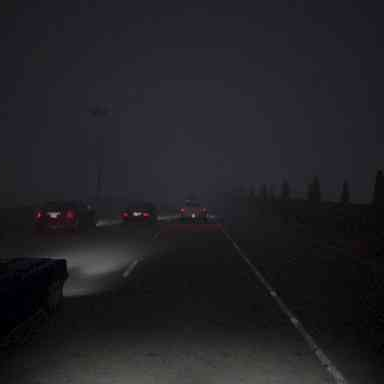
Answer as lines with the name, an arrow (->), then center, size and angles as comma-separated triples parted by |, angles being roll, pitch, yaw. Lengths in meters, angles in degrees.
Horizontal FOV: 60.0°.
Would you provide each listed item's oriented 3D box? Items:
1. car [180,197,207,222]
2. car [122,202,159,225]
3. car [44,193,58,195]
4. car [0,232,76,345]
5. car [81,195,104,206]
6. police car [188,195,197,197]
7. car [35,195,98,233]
car -> 0.098, 1.345, 24.454 | 1.812, 1.442, 4.674 | 0, 0, 0
car -> -3.404, 1.380, 22.583 | 2.033, 1.411, 5.357 | 0, 0, 0
car -> -21.041, 0.992, 48.903 | 2.097, 1.767, 4.553 | 0, 1, 0
car -> -3.399, 1.564, 4.598 | 1.895, 1.301, 4.718 | 0, 0, 0
car -> -14.041, 1.219, 47.055 | 1.994, 1.385, 4.181 | 0, 0, 0
police car -> 0.093, 1.198, 41.452 | 2.038, 1.542, 4.974 | 0, 0, 0
car -> -6.902, 1.212, 18.735 | 2.097, 1.767, 4.553 | 0, 0, 0
